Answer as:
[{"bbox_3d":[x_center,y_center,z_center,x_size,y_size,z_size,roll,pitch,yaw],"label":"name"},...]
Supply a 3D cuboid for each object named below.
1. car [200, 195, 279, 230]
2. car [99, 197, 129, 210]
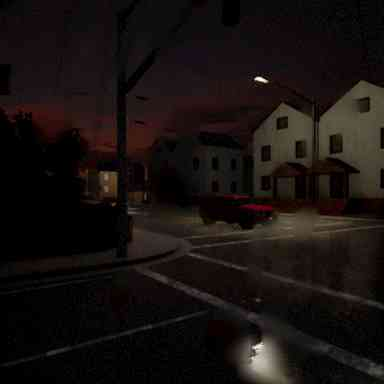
[{"bbox_3d":[2.835,1.217,21.365,2.150,2.045,5.566,0,0,-39],"label":"car"},{"bbox_3d":[-8.773,1.348,37.374,2.097,1.767,4.553,0,0,-35],"label":"car"}]
